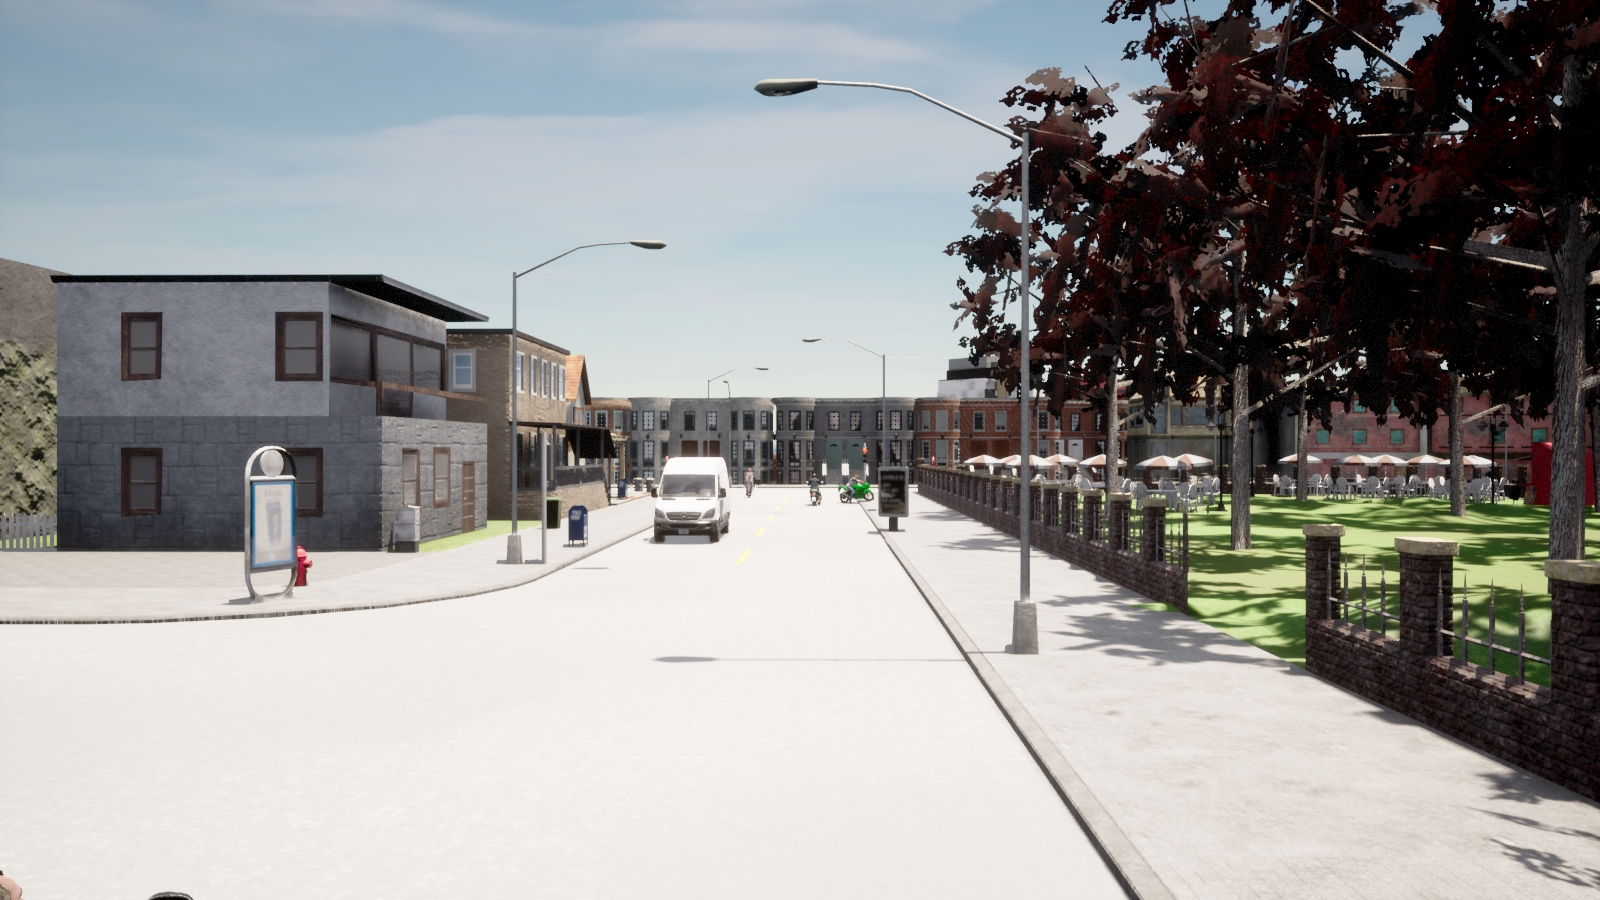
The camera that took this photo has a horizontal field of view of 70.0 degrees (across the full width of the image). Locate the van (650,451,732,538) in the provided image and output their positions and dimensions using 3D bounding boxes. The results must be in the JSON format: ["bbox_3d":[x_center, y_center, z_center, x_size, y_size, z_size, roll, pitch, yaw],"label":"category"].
[{"bbox_3d":[-3.393,1.314,36.728,1.988,2.561,5.915,0,0,1],"label":"van"}]

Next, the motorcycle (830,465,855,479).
[{"bbox_3d":[3.779,1.939,101.151,2.033,1.145,0.803,-5,-2,27],"label":"motorcycle"}]

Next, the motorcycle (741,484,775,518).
[{"bbox_3d":[-1.677,1.985,45.065,0.867,1.251,2.209,0,0,-15],"label":"motorcycle"}]
